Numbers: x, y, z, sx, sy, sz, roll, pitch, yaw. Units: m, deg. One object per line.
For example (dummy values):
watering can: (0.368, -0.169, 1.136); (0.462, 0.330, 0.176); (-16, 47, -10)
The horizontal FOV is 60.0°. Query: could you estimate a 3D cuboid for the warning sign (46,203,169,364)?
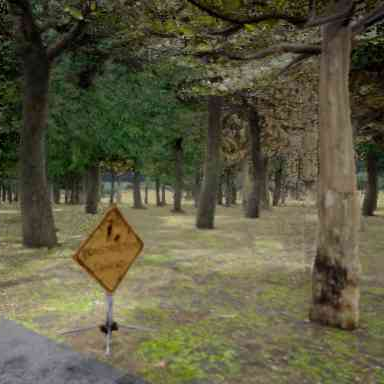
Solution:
warning sign: (-1.177, 1.112, 4.788); (1.060, 1.860, 1.300); (1, 0, 36)
